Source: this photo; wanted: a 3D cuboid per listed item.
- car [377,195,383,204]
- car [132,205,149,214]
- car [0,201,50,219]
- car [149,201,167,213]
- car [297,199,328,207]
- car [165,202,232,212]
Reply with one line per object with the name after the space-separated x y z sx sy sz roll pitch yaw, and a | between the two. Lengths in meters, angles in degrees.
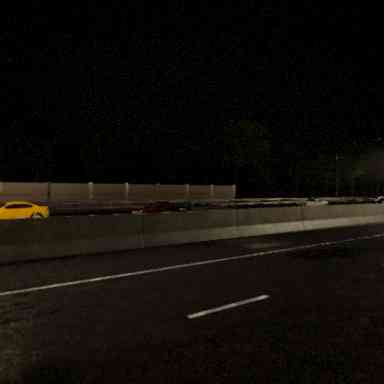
31.120 1.236 51.905 5.566 2.045 2.150 0 0 -35 | car
-2.722 1.529 27.847 4.674 1.442 1.812 0 0 -35 | car
-13.190 1.482 24.489 5.008 1.535 1.882 0 0 -37 | car
-0.467 1.508 25.157 4.892 1.490 1.837 0 0 -35 | car
16.611 1.610 45.909 4.718 1.301 1.895 0 0 -35 | car
1.191 1.550 22.043 5.357 1.411 2.033 0 0 -35 | car
